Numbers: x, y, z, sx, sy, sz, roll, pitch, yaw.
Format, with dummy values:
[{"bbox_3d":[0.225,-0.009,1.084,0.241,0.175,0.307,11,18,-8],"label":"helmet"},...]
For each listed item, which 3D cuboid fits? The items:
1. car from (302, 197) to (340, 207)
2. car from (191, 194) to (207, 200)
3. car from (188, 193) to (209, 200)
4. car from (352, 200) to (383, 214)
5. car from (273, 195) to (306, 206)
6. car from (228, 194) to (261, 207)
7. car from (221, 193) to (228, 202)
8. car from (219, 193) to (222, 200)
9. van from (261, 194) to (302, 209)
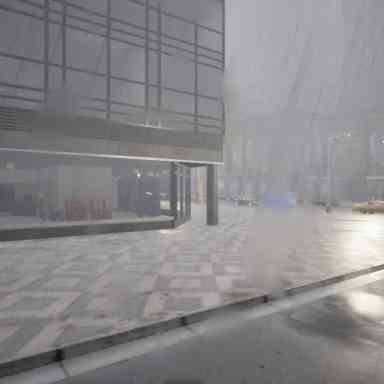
[{"bbox_3d":[17.502,1.315,44.375,1.947,1.339,4.313,1,0,-35],"label":"car"},{"bbox_3d":[0.927,1.051,53.095,1.752,1.417,4.829,1,0,-35],"label":"car"},{"bbox_3d":[1.320,0.910,67.333,2.008,1.369,4.403,1,0,-35],"label":"car"},{"bbox_3d":[17.112,1.398,30.129,1.752,1.417,4.829,1,0,-35],"label":"car"},{"bbox_3d":[14.267,1.223,48.966,1.887,1.381,4.507,1,0,-35],"label":"car"},{"bbox_3d":[7.303,1.230,44.047,2.008,1.369,4.403,1,0,-35],"label":"car"},{"bbox_3d":[7.793,1.073,58.151,2.008,1.369,4.403,1,0,-35],"label":"car"},{"bbox_3d":[4.558,0.880,62.742,1.967,1.590,4.097,1,0,-35],"label":"car"},{"bbox_3d":[10.541,1.090,39.455,1.690,1.788,3.998,1,0,-35],"label":"van"}]
